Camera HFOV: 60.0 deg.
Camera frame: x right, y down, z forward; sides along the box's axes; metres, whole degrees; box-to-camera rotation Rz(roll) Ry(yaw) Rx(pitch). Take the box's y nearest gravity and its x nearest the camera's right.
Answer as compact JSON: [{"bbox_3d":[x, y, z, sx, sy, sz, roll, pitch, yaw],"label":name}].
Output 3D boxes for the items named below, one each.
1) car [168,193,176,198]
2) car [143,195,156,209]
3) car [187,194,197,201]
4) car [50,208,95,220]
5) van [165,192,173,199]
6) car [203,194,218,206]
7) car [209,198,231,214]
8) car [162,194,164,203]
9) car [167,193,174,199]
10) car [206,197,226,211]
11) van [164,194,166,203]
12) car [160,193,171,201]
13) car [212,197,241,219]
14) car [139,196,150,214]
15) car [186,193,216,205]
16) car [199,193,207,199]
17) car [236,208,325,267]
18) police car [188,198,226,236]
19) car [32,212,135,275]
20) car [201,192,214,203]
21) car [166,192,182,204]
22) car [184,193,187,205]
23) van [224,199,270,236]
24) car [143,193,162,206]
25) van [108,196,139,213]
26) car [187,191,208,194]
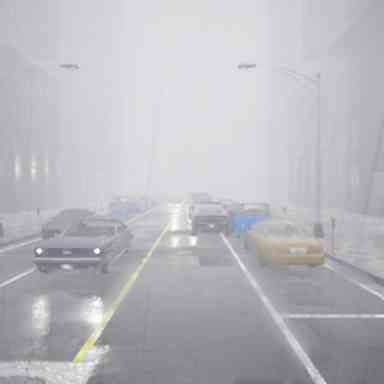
[{"bbox_3d":[-5.763,1.079,95.312,2.008,1.369,4.403,0,0,0],"label":"car"},{"bbox_3d":[-5.764,1.369,38.946,1.947,1.339,4.313,0,0,0],"label":"car"},{"bbox_3d":[0.001,1.103,68.458,1.837,1.490,4.892,0,0,0],"label":"car"},{"bbox_3d":[-5.764,1.481,16.399,1.947,1.339,4.313,0,0,0],"label":"car"},{"bbox_3d":[-5.764,0.922,84.038,1.690,1.788,3.998,0,0,0],"label":"van"},{"bbox_3d":[2.761,1.188,50.228,1.967,1.590,4.097,0,0,0],"label":"car"},{"bbox_3d":[2.761,1.356,33.490,1.752,1.417,4.829,0,0,0],"label":"car"},{"bbox_3d":[-5.764,1.292,50.220,1.887,1.381,4.507,0,0,0],"label":"car"},{"bbox_3d":[-5.763,1.080,89.506,1.752,1.417,4.829,0,0,0],"label":"car"},{"bbox_3d":[2.761,1.354,38.957,2.008,1.369,4.403,0,0,0],"label":"car"},{"bbox_3d":[-5.764,1.061,55.855,1.690,1.788,3.998,0,0,0],"label":"van"},{"bbox_3d":[-5.764,1.076,72.766,1.967,1.590,4.097,0,0,0],"label":"car"},{"bbox_3d":[2.760,1.299,27.684,1.967,1.590,4.097,0,0,0],"label":"car"},{"bbox_3d":[-5.764,1.397,33.310,1.947,1.339,4.313,0,0,0],"label":"car"},{"bbox_3d":[0.773,1.211,27.676,2.097,1.767,4.553,0,0,-1],"label":"car"},{"bbox_3d":[2.761,1.021,84.046,1.967,1.590,4.097,0,0,0],"label":"car"},{"bbox_3d":[2.760,1.468,10.946,1.752,1.417,4.829,0,0,0],"label":"car"},{"bbox_3d":[0.900,1.334,17.836,1.930,1.638,5.238,0,0,0],"label":"police car"},{"bbox_3d":[-3.101,1.546,10.466,1.895,1.301,4.718,0,0,0],"label":"car"},{"bbox_3d":[2.761,1.007,61.501,2.192,1.841,5.009,0,0,0],"label":"car"},{"bbox_3d":[-3.000,1.245,56.865,1.812,1.442,4.674,0,0,0],"label":"car"},{"bbox_3d":[0.001,0.965,51.019,2.150,2.045,5.566,0,0,0],"label":"car"},{"bbox_3d":[2.760,1.257,16.410,1.690,1.788,3.998,0,0,0],"label":"van"},{"bbox_3d":[-5.765,1.090,44.581,2.192,1.841,5.009,0,0,0],"label":"car"},{"bbox_3d":[-5.765,1.200,27.672,1.690,1.788,3.998,0,0,0],"label":"van"},{"bbox_3d":[0.859,1.052,33.756,2.150,2.045,5.566,0,0,0],"label":"car"}]
